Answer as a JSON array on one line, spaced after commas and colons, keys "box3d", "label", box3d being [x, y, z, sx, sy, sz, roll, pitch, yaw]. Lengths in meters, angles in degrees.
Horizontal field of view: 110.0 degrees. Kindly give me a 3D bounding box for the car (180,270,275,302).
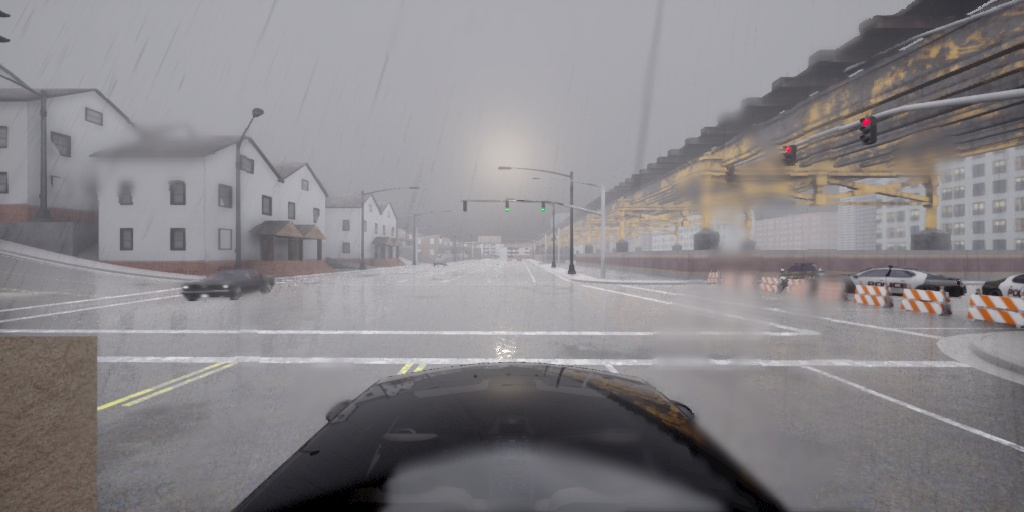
[{"box3d": [-13.326, 1.379, 17.157, 1.895, 1.301, 4.718, 0, 0, -13], "label": "car"}]
